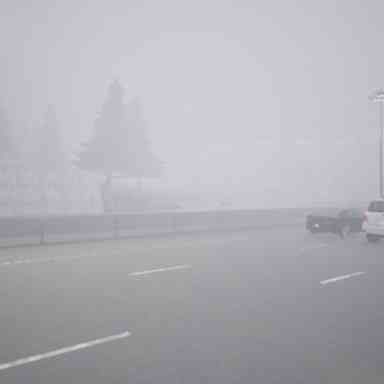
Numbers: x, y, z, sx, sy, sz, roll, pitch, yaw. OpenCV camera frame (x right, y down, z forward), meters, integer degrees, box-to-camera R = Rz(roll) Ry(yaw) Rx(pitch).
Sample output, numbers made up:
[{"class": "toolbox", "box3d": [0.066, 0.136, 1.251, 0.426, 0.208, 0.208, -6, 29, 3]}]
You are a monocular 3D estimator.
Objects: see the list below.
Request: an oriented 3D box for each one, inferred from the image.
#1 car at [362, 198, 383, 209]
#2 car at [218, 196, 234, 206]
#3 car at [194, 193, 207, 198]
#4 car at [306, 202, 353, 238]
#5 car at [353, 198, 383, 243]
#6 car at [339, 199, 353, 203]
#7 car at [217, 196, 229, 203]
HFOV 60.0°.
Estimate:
[{"class": "car", "box3d": [27.569, 1.705, 49.383, 4.902, 1.511, 2.128, 0, 0, -35]}, {"class": "car", "box3d": [6.161, 1.711, 58.270, 2.033, 1.411, 5.357, 0, 0, 14]}, {"class": "car", "box3d": [2.270, 0.993, 89.793, 1.895, 1.301, 4.718, 0, 3, -27]}, {"class": "car", "box3d": [8.351, 1.550, 18.296, 5.008, 1.535, 1.882, 0, 0, -35]}, {"class": "car", "box3d": [9.990, 1.293, 15.166, 5.566, 2.045, 2.150, 0, 0, -35]}, {"class": "car", "box3d": [24.965, 1.812, 51.820, 4.718, 1.301, 1.895, 0, 0, -35]}, {"class": "car", "box3d": [6.917, 1.619, 74.298, 1.812, 1.442, 4.674, 0, 1, -5]}]
